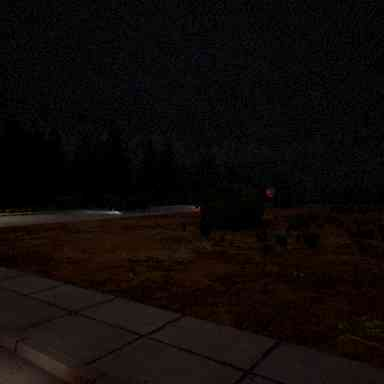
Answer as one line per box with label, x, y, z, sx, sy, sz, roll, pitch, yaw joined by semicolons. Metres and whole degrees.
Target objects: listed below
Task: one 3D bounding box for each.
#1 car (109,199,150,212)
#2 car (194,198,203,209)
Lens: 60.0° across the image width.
car;-7.466;1.617;40.416;2.033;1.411;5.357;0;0;37
car;2.165;1.568;47.242;1.837;1.490;4.892;0;0;36
